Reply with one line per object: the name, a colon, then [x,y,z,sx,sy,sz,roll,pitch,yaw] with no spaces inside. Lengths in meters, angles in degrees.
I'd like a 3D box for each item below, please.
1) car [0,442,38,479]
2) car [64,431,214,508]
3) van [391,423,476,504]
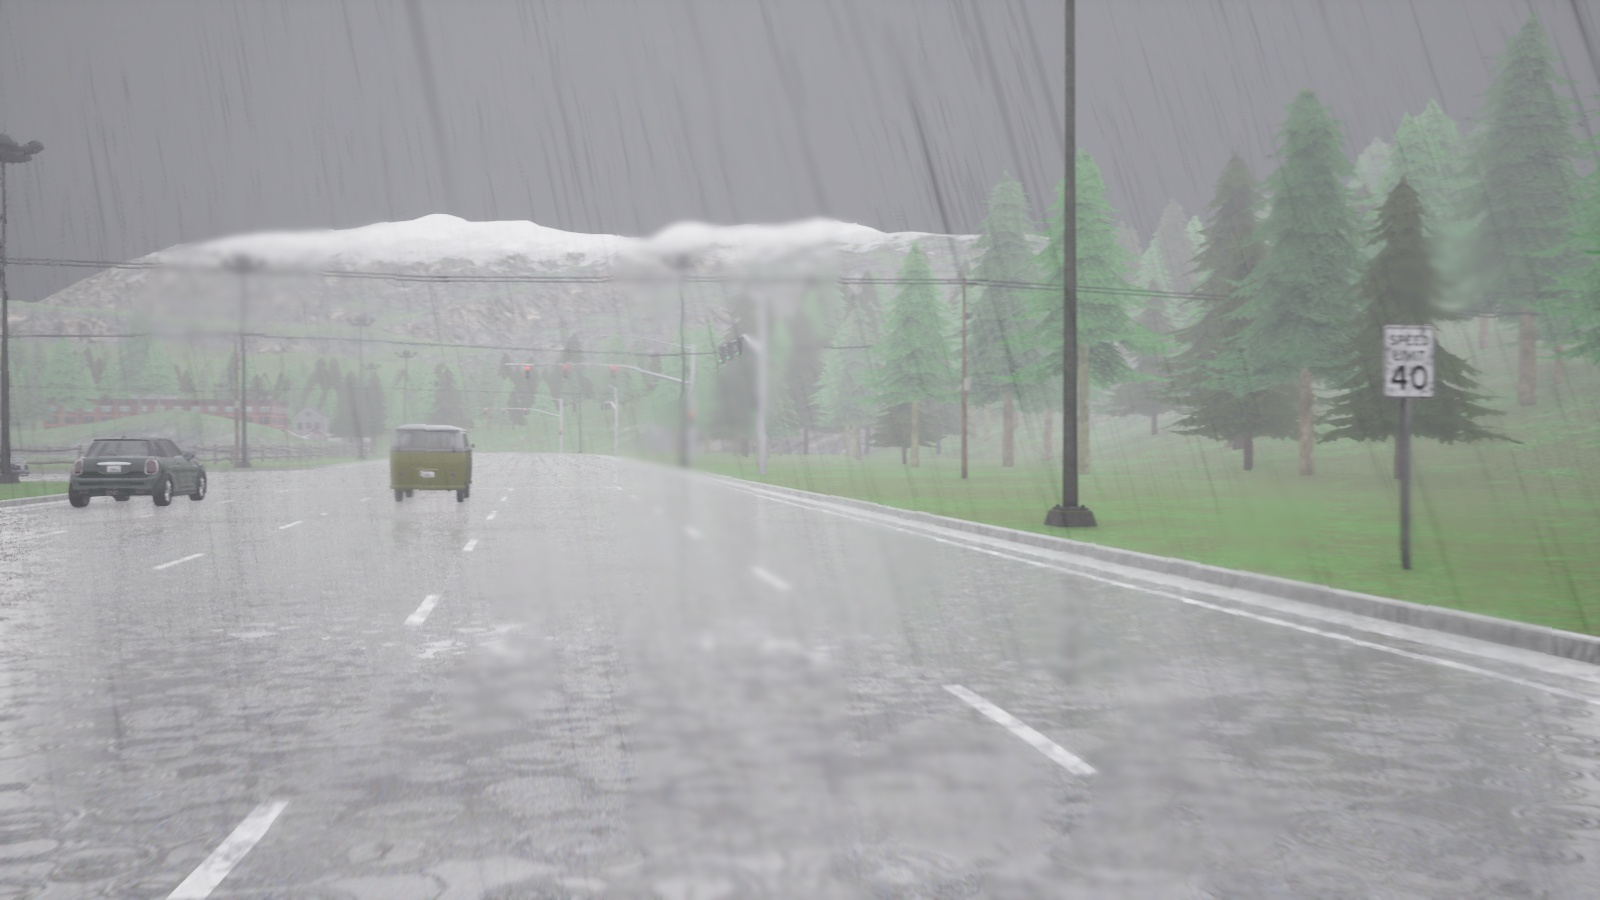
car: [-33.725,0.430,51.455,3.806,1.475,1.970,0,0,-12]
car: [-16.335,0.433,31.290,2.097,1.767,4.553,0,0,-11]
van: [-9.520,0.316,32.911,1.775,1.987,4.442,0,0,-11]
